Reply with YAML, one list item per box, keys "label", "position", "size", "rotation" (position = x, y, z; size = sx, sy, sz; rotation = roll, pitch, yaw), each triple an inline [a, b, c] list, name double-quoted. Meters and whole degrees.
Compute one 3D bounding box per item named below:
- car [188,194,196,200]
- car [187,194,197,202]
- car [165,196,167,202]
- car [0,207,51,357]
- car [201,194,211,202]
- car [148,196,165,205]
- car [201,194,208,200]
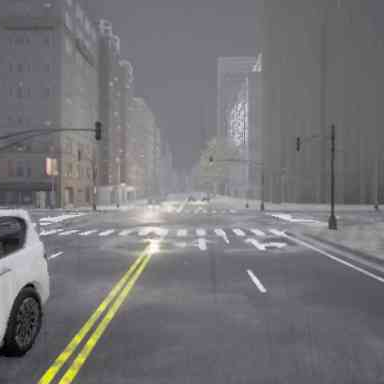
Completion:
- label: "car"
  position: [-0.004, 1.385, 87.053]
  size: [1.837, 1.490, 4.892]
  rotation: [0, 0, 0]
- label: "car"
  position: [-0.004, 1.572, 76.633]
  size: [2.128, 1.511, 4.902]
  rotation: [0, 0, 0]
- label: "car"
  position: [-6.504, 1.592, 74.365]
  size: [2.033, 1.411, 5.357]
  rotation: [0, 0, 0]
- label: "car"
  position: [-3.340, 1.224, 3.105]
  size: [2.150, 2.045, 5.566]
  rotation: [0, 0, 0]
- label: "car"
  position: [3.246, 1.572, 77.049]
  size: [1.812, 1.442, 4.674]
  rotation: [0, 0, 0]
- label: "car"
  position: [-6.545, 1.536, 58.921]
  size: [2.128, 1.511, 4.902]
  rotation: [0, 0, 1]
- label: "car"
  position: [3.246, 1.363, 87.054]
  size: [1.882, 1.535, 5.008]
  rotation: [0, 0, 0]
